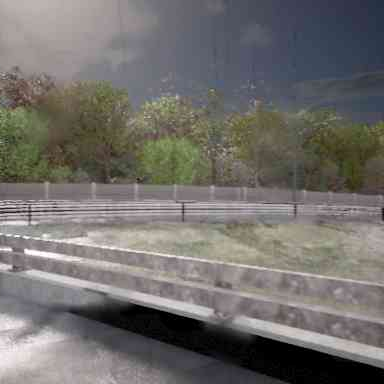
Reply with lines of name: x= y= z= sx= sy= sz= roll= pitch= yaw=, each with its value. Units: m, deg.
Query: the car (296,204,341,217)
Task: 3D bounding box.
car: x=13.957 y=2.019 z=36.661 sx=5.357 sy=1.411 sz=2.033 roll=3 pitch=-1 yaw=-20
